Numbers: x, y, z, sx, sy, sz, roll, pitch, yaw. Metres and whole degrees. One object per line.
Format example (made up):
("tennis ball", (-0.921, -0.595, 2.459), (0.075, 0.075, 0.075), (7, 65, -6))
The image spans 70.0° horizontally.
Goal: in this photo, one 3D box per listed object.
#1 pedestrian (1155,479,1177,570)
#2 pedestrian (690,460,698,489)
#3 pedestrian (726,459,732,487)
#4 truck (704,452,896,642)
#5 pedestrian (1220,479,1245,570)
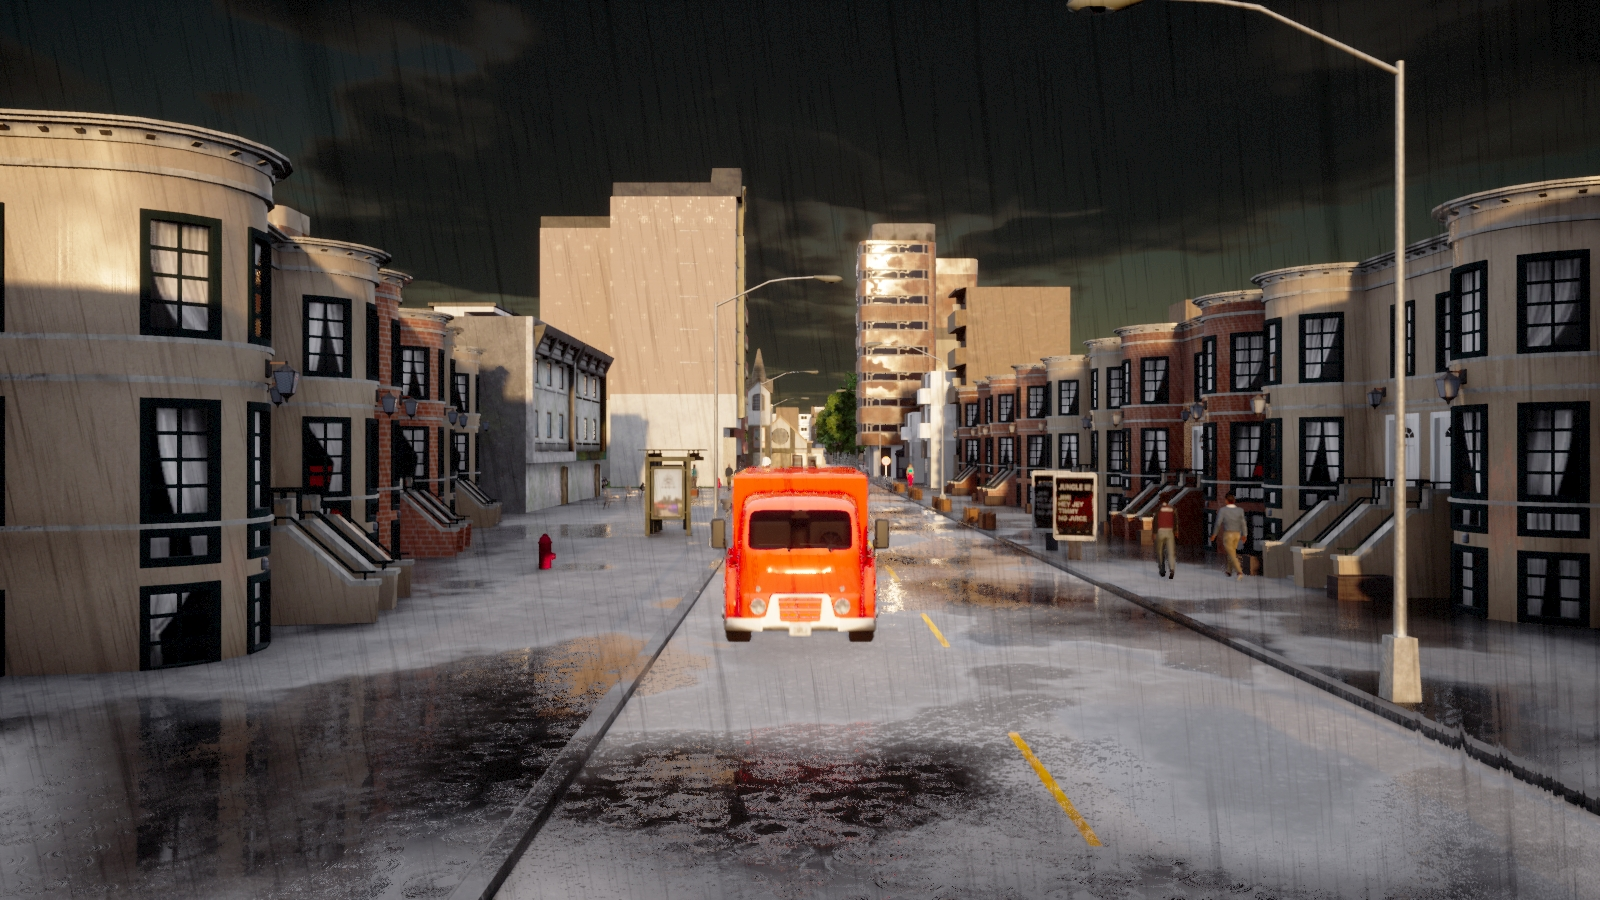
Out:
("pedestrian", (7.607, 1.534, 23.745), (0.375, 1.860, 0.375), (0, 0, 7))
("pedestrian", (-6.810, 1.556, 73.521), (0.375, 1.860, 0.375), (0, 0, 16))
("pedestrian", (-4.764, 1.554, 76.854), (0.375, 1.860, 0.375), (0, 0, -1))
("truck", (0.001, 1.333, 18.221), (2.627, 2.467, 5.204), (0, 2, 0))
("pedestrian", (8.986, 1.534, 23.725), (0.375, 1.860, 0.375), (0, 0, 0))
